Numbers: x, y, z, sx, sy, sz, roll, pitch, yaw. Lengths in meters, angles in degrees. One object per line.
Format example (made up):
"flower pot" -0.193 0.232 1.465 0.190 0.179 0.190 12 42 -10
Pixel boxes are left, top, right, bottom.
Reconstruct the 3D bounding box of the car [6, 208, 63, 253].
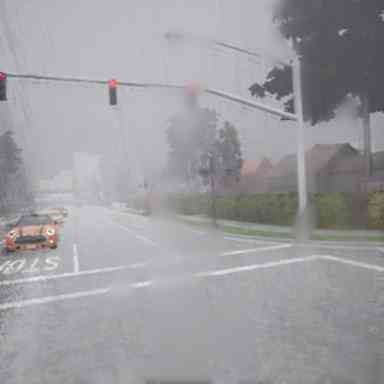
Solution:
"car" -7.939 1.915 16.918 2.097 1.767 4.553 -2 -1 -20

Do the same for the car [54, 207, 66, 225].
"car" -12.507 2.399 29.603 1.882 1.535 5.008 -2 -1 -20

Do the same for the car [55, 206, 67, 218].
"car" -18.509 2.743 46.307 2.097 1.767 4.553 -2 -1 -20
